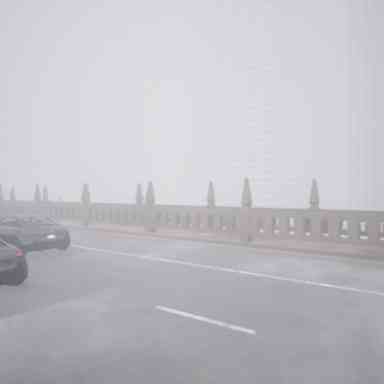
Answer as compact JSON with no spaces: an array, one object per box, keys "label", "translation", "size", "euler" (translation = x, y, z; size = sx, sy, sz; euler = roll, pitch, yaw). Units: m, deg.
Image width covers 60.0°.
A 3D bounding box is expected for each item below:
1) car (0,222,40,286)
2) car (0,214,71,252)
[{"label":"car","translation":[-5.908,1.564,8.206],"size":[4.181,1.385,1.994],"euler":[0,0,36]},{"label":"car","translation":[-6.657,1.564,13.039],"size":[4.181,1.385,1.994],"euler":[0,0,35]}]
